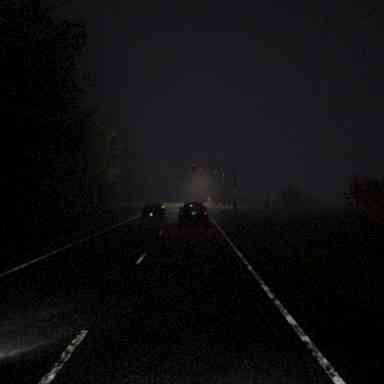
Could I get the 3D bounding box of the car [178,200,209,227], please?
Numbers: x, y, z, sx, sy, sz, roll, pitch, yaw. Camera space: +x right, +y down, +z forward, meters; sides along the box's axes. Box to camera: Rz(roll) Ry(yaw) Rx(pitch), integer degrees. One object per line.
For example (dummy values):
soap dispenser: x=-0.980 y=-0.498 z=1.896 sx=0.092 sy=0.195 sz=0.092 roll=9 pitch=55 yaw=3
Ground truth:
car: x=0.098 y=1.449 z=23.868 sx=2.097 sy=1.767 sz=4.553 roll=0 pitch=0 yaw=0

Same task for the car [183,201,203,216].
car: x=0.099 y=1.688 z=35.093 sx=2.033 sy=1.411 sz=5.357 roll=0 pitch=0 yaw=0

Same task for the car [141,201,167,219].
car: x=-3.400 y=1.626 z=30.094 sx=1.837 sy=1.490 sz=4.892 roll=0 pitch=0 yaw=0
